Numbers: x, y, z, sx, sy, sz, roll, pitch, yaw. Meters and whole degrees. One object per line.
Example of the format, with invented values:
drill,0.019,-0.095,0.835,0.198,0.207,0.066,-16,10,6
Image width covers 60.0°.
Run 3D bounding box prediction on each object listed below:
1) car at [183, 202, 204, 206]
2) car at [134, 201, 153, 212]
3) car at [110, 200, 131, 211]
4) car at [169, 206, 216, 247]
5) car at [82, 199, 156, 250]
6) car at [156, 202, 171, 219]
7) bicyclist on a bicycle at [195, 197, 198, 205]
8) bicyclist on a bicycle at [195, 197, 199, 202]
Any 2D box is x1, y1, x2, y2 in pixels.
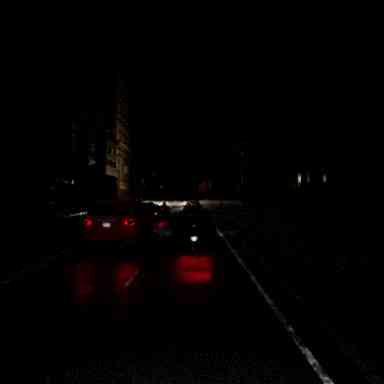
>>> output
car,0.112,1.701,32.773,1.882,1.535,5.008,0,0,0
car,-6.559,1.907,45.228,1.895,1.301,4.718,0,0,0
car,-9.803,1.876,46.154,1.994,1.385,4.181,0,0,0
car,0.096,1.613,15.683,1.837,1.490,4.892,0,0,0
car,-3.154,1.326,15.005,2.150,2.045,5.566,0,0,0
car,-3.143,1.709,31.547,2.128,1.511,4.902,0,0,0
bicyclist on a bicycle,0.942,1.902,67.901,0.582,1.620,1.656,0,-1,0
bicyclist on a bicycle,0.935,1.845,58.900,0.582,1.620,1.656,0,-1,0
